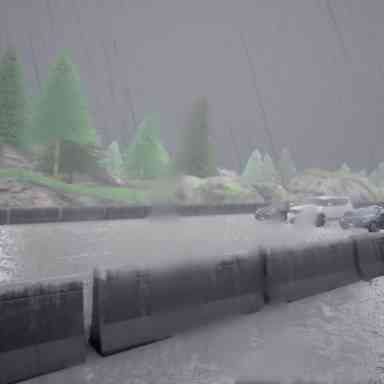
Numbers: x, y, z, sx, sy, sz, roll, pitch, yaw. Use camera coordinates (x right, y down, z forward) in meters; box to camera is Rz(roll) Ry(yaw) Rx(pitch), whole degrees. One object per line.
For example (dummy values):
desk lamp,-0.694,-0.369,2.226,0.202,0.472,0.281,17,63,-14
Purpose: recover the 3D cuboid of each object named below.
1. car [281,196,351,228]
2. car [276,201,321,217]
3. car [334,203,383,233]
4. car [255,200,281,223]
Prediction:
car,9.168,1.312,23.424,5.566,2.045,2.150,0,0,-35
car,10.599,1.645,33.043,4.674,1.442,1.812,0,0,-35
car,11.043,1.615,20.463,4.674,1.442,1.812,0,0,-35
car,7.115,1.442,26.257,4.553,1.767,2.097,0,0,-35
